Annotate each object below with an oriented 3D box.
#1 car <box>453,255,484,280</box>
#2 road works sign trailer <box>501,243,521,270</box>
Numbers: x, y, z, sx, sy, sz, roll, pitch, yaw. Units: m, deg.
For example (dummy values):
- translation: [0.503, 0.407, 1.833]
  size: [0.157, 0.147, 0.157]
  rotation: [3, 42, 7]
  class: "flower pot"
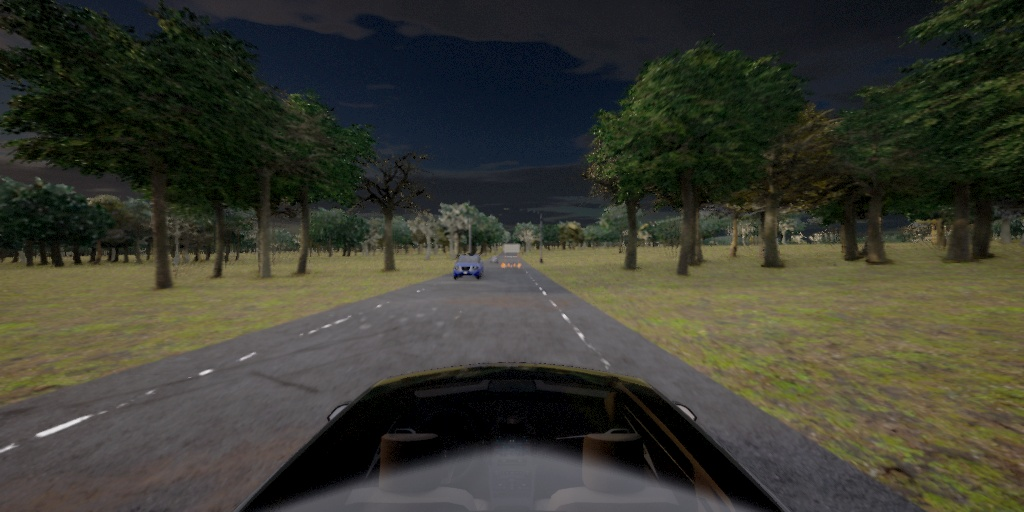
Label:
- translation: [-3.614, 0.919, 30.631]
  size: [2.150, 2.045, 5.566]
  rotation: [0, 0, 0]
  class: "car"
- translation: [-0.045, 0.033, 48.319]
  size: [2.380, 3.560, 2.880]
  rotation: [0, 0, 0]
  class: "road works sign trailer"
